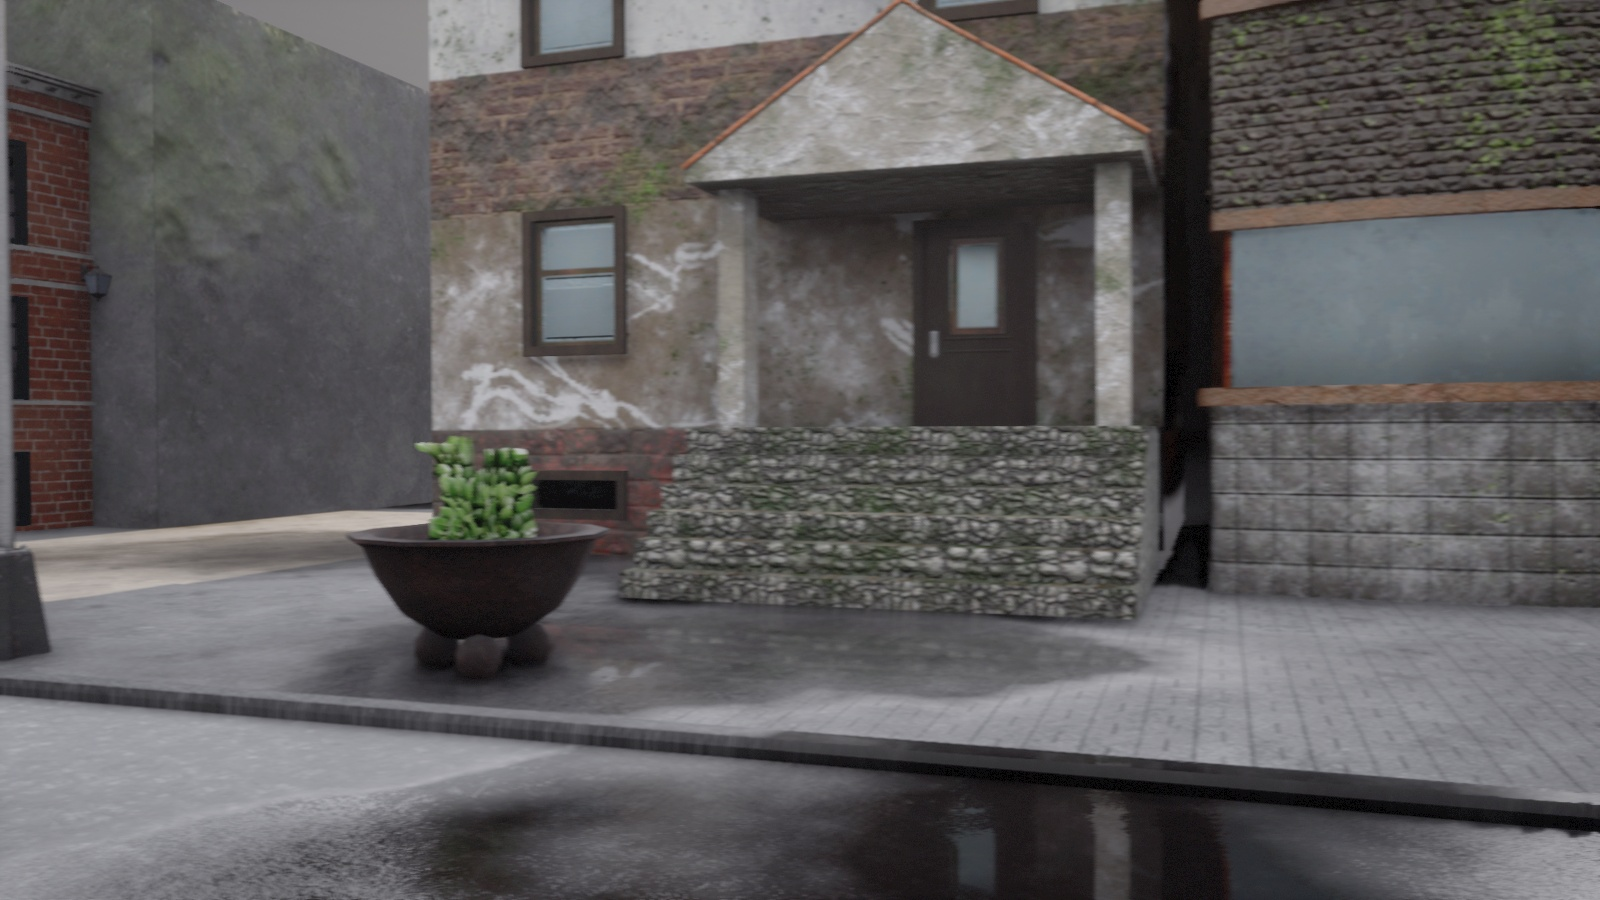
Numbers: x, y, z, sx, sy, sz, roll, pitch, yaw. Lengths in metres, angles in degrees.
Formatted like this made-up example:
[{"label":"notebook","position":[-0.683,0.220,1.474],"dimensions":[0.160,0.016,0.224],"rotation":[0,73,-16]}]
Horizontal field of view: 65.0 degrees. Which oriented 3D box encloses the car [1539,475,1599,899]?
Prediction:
[{"label":"car","position":[4.231,0.831,2.297],"dimensions":[4.674,1.442,1.812],"rotation":[1,1,19]}]
